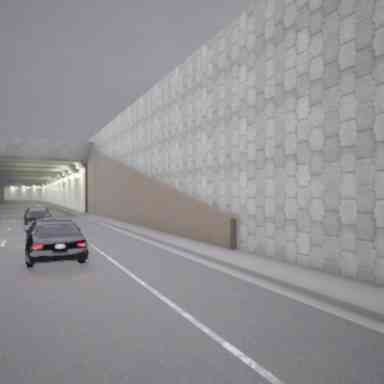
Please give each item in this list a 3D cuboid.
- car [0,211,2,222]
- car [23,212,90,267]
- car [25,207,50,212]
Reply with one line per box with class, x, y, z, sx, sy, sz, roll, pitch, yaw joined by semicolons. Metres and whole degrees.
car;-15.530;1.809;25.115;1.895;1.301;4.718;0;0;-26
car;-4.933;1.645;11.901;2.033;1.411;5.357;0;0;-26
car;-12.407;1.819;26.694;1.895;1.301;4.718;0;0;-26
